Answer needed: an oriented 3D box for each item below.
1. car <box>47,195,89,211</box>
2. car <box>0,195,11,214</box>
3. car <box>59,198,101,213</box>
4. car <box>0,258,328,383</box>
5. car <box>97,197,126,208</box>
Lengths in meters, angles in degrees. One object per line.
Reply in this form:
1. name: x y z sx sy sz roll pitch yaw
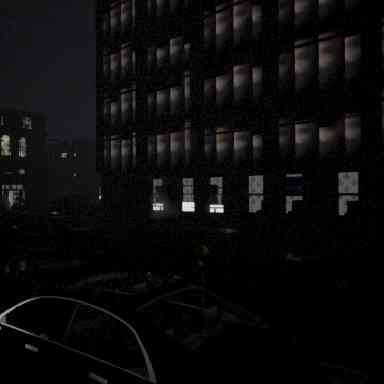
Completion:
1. car: -15.540 1.366 42.450 2.150 2.045 5.566 0 -1 37
2. car: -21.657 1.315 34.148 2.150 2.045 5.566 0 -1 36
3. car: -12.151 1.683 37.244 1.802 1.307 4.206 -1 -1 36
4. car: -0.922 1.551 3.535 4.403 1.369 2.008 0 0 35
5. car: -12.374 1.643 51.150 1.967 1.590 4.097 -1 -1 36
